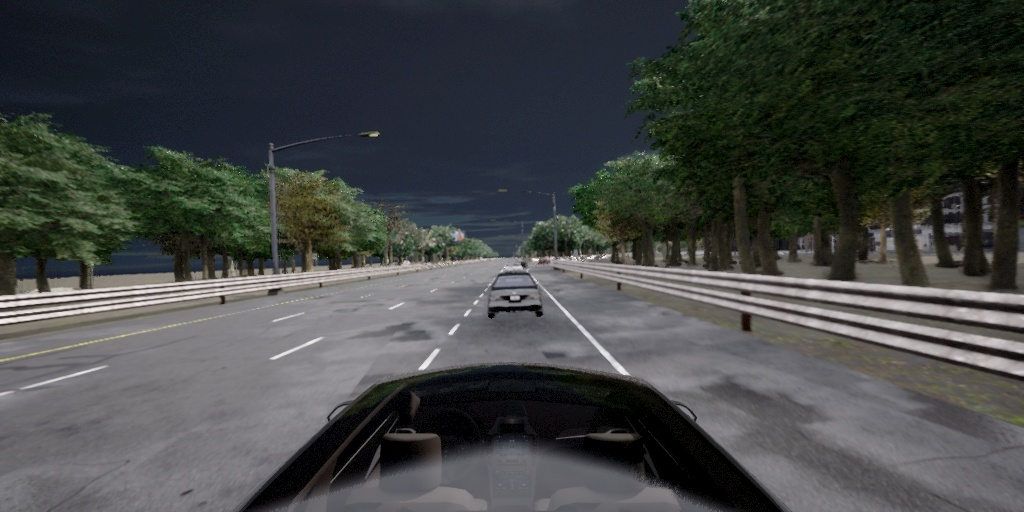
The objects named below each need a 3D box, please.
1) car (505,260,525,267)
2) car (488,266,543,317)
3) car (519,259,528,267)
[{"bbox_3d":[0.188,1.415,40.378,1.895,1.301,4.718,-2,0,0],"label":"car"},{"bbox_3d":[0.098,1.315,13.325,2.033,1.411,5.357,-2,0,0],"label":"car"},{"bbox_3d":[1.517,1.276,59.216,1.882,1.535,5.008,-3,0,10],"label":"car"}]
